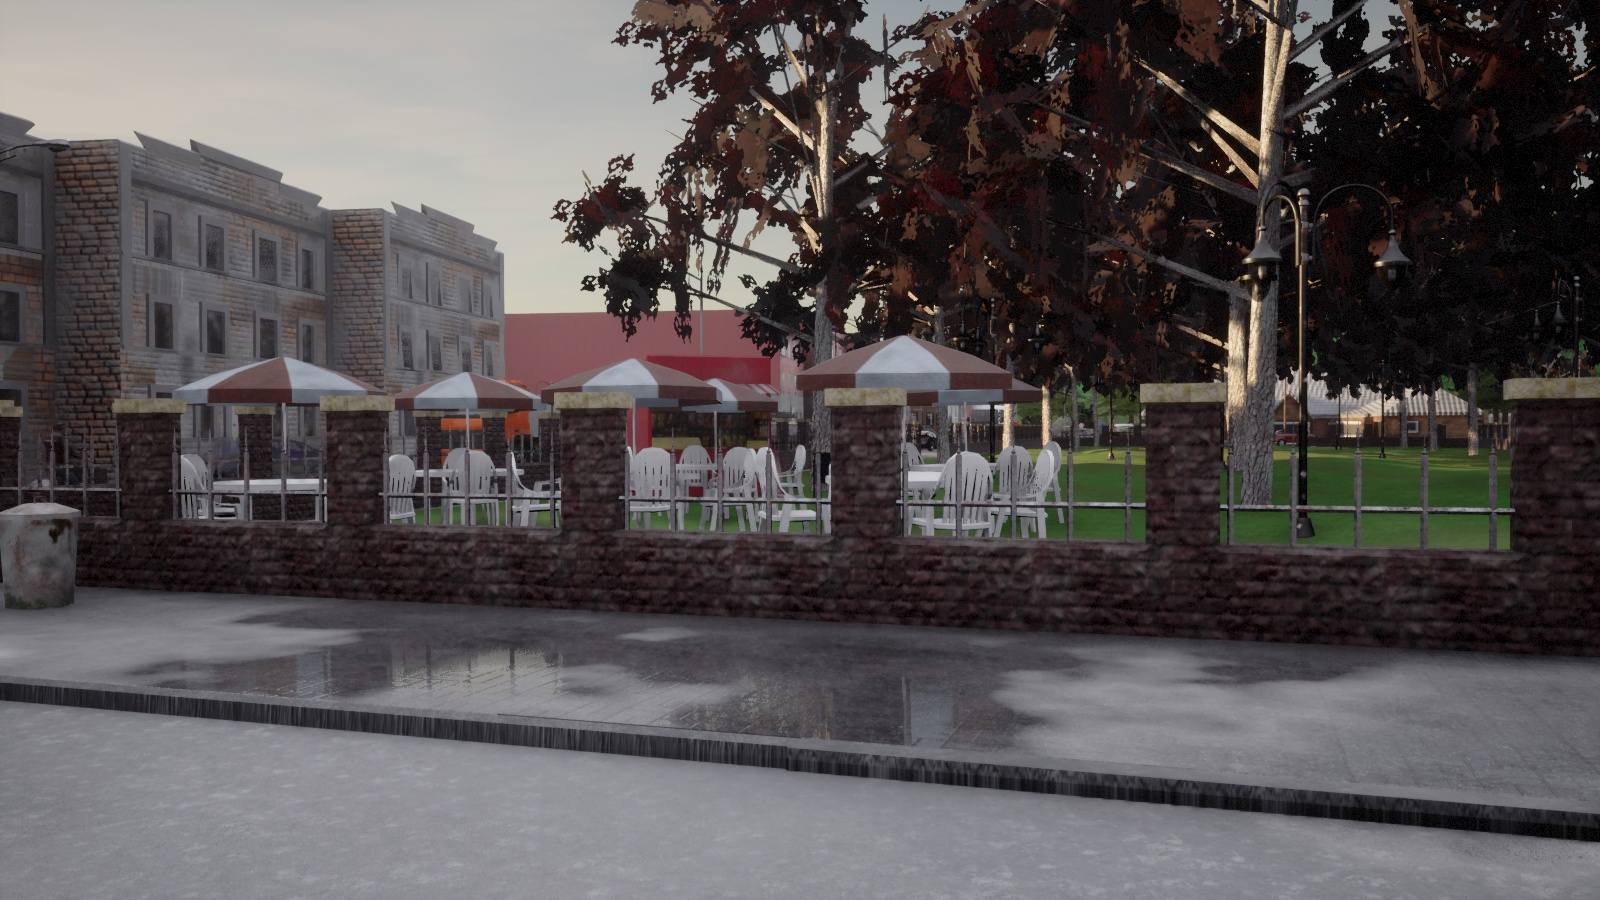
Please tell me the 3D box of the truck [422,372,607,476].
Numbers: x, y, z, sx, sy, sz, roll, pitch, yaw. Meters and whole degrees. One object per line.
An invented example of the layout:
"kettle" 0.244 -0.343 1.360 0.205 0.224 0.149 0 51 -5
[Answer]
"truck" -10.220 -0.930 46.020 2.891 3.462 7.936 1 1 19

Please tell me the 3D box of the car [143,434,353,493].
"car" -14.476 0.285 33.372 2.033 1.411 5.357 1 1 19

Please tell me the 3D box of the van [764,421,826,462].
"van" -0.191 -0.438 63.325 1.775 1.987 4.442 1 1 19

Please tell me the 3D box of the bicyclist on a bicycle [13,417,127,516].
"bicyclist on a bicycle" -13.572 0.271 23.407 0.659 1.776 1.843 1 1 18

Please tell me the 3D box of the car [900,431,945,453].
"car" 8.858 -0.584 90.158 2.163 1.488 4.792 1 1 19
